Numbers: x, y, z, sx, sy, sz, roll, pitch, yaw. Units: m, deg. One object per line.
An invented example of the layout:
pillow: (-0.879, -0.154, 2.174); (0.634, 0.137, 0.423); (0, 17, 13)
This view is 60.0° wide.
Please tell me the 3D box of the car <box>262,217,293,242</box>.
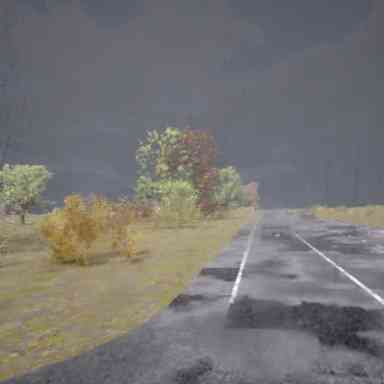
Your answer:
car: (5.885, 2.686, 23.298); (1.994, 1.385, 4.181); (-3, -3, 12)

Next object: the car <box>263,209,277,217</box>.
car: (15.716, 4.791, 67.996); (1.994, 1.385, 4.181); (-3, -3, 16)

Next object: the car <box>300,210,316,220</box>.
car: (20.362, 3.894, 58.649); (2.097, 1.767, 4.553); (-3, -3, 12)
